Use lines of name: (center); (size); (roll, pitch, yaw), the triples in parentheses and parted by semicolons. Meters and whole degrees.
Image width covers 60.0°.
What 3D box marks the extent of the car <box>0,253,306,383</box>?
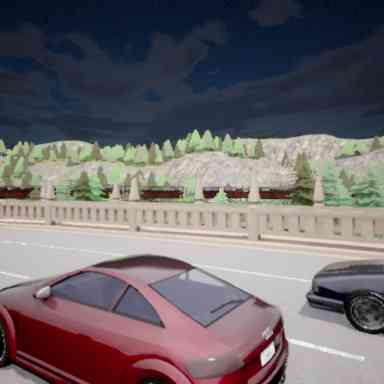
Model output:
car: (-0.934, 1.547, 4.363); (4.181, 1.385, 1.994); (0, 0, 33)

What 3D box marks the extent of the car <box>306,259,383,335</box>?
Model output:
car: (4.601, 1.519, 4.930); (5.357, 1.411, 2.033); (0, 0, 35)
